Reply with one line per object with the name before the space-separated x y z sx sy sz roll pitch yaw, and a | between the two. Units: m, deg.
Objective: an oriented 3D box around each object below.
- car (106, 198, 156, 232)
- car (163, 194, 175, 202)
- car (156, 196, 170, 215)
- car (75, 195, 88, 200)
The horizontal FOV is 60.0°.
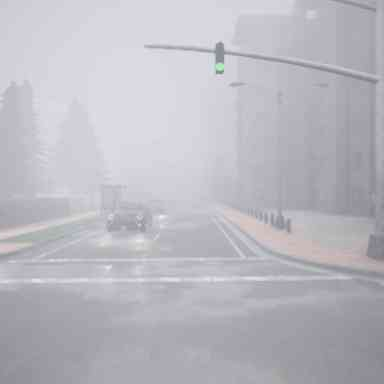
car | -3.600 1.316 19.783 2.097 1.767 4.553 0 0 0
car | -3.496 0.990 48.796 1.882 1.535 5.008 0 0 0
car | -3.589 1.437 33.684 1.837 1.490 4.892 0 0 0
car | -25.012 1.053 75.195 1.932 1.855 4.605 0 0 -1
